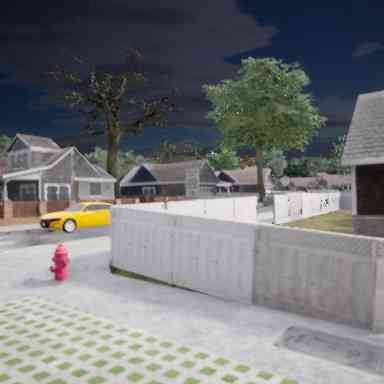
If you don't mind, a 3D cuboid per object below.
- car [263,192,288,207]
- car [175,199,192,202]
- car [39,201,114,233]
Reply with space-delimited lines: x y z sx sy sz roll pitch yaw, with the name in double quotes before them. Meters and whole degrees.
"car" 10.506 0.850 41.029 2.097 1.767 4.553 -2 -1 37
"car" -0.641 1.285 25.867 1.994 1.385 4.181 -2 -1 36
"car" -5.953 1.310 18.628 1.882 1.535 5.008 -2 -1 36
